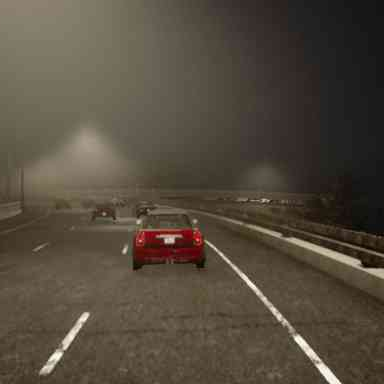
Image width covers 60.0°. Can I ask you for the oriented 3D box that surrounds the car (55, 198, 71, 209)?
[{"bbox_3d":[-17.961,1.578,46.130,1.812,1.442,4.674,0,0,-25],"label":"car"}]

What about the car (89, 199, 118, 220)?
[{"bbox_3d":[-7.497,1.544,28.364,1.812,1.442,4.674,0,0,-15],"label":"car"}]

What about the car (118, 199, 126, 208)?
[{"bbox_3d":[-10.988,1.625,47.838,1.895,1.301,4.718,0,0,-25],"label":"car"}]

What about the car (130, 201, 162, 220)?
[{"bbox_3d":[-4.281,1.552,30.090,2.033,1.411,5.357,0,0,-16],"label":"car"}]

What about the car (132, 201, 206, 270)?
[{"bbox_3d":[-0.838,1.352,11.236,2.097,1.767,4.553,0,0,-6],"label":"car"}]

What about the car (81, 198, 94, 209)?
[{"bbox_3d":[-14.442,1.564,46.861,1.812,1.442,4.674,0,0,-25],"label":"car"}]
